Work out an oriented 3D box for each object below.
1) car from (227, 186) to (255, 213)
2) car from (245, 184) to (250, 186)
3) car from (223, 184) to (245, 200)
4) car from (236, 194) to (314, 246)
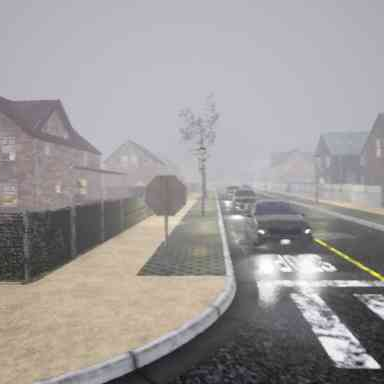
[{"bbox_3d":[3.676,0.576,23.422,1.837,1.490,4.892,-1,2,4],"label":"car"},{"bbox_3d":[8.373,-0.522,52.361,1.812,1.442,4.674,-1,2,4],"label":"car"},{"bbox_3d":[4.582,0.065,37.353,1.837,1.490,4.892,-1,2,4],"label":"car"},{"bbox_3d":[2.995,1.014,12.698,2.033,1.411,5.357,-1,2,4],"label":"car"}]
